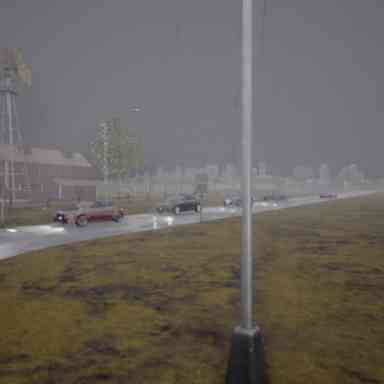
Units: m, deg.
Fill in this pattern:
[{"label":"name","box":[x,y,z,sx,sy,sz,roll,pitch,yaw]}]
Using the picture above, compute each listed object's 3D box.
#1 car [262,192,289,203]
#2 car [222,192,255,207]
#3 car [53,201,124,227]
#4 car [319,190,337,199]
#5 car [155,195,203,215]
[{"label":"car","box":[11.072,0.670,43.961,1.895,1.301,4.718,1,2,36]},{"label":"car","box":[5.065,0.773,35.705,2.128,1.511,4.902,1,2,36]},{"label":"car","box":[-6.184,1.231,20.211,1.994,1.385,4.181,1,2,36]},{"label":"car","box":[22.474,0.364,54.766,1.994,1.385,4.181,1,2,36]},{"label":"car","box":[-0.978,0.996,27.370,1.837,1.490,4.892,1,2,36]}]
